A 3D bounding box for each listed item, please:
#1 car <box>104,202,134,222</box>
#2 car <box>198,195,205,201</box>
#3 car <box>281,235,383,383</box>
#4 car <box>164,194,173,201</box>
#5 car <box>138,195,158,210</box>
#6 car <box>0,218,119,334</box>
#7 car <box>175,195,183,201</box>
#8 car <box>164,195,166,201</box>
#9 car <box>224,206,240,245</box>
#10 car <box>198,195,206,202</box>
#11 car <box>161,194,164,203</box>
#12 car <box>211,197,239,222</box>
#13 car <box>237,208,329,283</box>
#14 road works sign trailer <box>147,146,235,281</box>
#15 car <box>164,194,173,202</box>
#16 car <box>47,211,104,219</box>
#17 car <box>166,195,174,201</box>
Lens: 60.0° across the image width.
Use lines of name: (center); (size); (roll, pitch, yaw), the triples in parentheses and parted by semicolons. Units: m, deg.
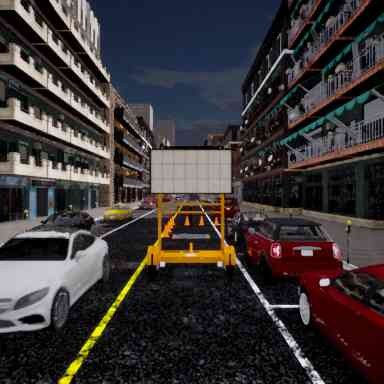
car: (-5.756, 1.527, 26.380); (1.752, 1.417, 4.829); (0, 0, 0)
car: (2.462, 1.531, 88.568); (1.887, 1.381, 4.507); (0, 0, 0)
car: (2.683, 1.545, 4.023); (1.887, 1.381, 4.507); (0, 0, 0)
car: (-5.904, 1.428, 82.914); (1.967, 1.590, 4.097); (0, 0, 0)
car: (-5.801, 1.439, 43.460); (1.967, 1.590, 4.097); (0, 0, 0)
car: (-3.017, 1.527, 6.941); (1.812, 1.442, 4.674); (0, 0, 0)
car: (-3.212, 1.482, 81.602); (2.128, 1.511, 4.902); (0, 0, 0)
car: (-5.831, 1.579, 54.733); (1.802, 1.307, 4.206); (0, 0, 0)
car: (2.654, 1.553, 15.295); (2.008, 1.369, 4.403); (0, 0, 0)
car: (2.491, 1.516, 77.466); (1.752, 1.417, 4.829); (0, 0, 0)
car: (-5.815, 1.313, 49.097); (2.192, 1.841, 5.009); (0, 0, 0)
car: (2.625, 1.317, 26.569); (2.192, 1.841, 5.009); (0, 0, 0)
car: (2.668, 1.442, 9.660); (1.967, 1.590, 4.097); (0, 0, 0)
road works sign trailer: (-0.024, 0.466, 9.785); (2.380, 3.560, 2.880); (0, 0, 0)
car: (-5.888, 1.305, 77.278); (2.192, 1.841, 5.009); (0, 0, 0)
car: (-5.728, 1.568, 15.277); (1.947, 1.339, 4.313); (0, 0, 0)
car: (-5.918, 1.531, 88.551); (1.887, 1.381, 4.507); (0, 0, 0)
